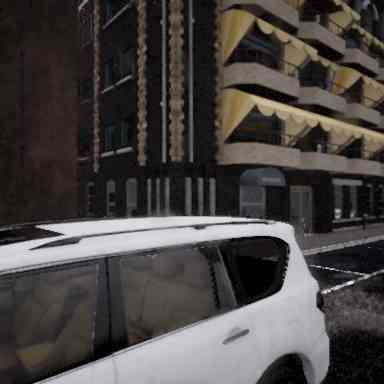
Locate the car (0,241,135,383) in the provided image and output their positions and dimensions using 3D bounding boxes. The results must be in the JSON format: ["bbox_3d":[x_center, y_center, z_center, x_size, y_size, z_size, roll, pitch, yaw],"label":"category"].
[{"bbox_3d":[-3.265,1.611,4.070,4.829,1.417,1.752,1,-1,-40],"label":"car"}]

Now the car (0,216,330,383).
[{"bbox_3d":[-1.129,1.273,2.489,5.566,2.045,2.150,1,-1,-40],"label":"car"}]
